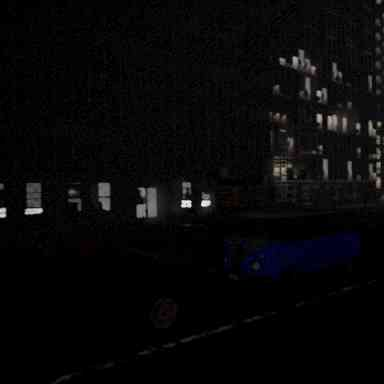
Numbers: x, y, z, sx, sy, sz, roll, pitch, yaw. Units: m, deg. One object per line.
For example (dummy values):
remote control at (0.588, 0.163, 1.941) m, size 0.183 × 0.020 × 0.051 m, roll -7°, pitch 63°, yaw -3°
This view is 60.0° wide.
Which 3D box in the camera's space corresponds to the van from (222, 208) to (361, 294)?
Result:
van at (2.603, 1.330, 8.439) m, size 3.998 × 1.788 × 1.690 m, roll 0°, pitch -1°, yaw -36°

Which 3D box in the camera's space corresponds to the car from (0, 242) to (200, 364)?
car at (-1.972, 1.543, 5.168) m, size 4.507 × 1.381 × 1.887 m, roll 0°, pitch -1°, yaw -36°
